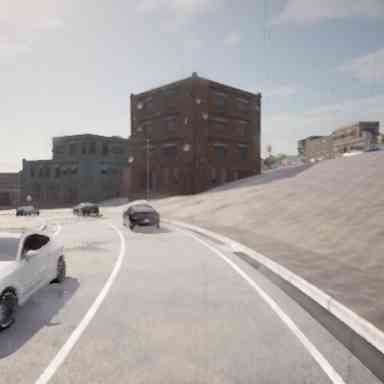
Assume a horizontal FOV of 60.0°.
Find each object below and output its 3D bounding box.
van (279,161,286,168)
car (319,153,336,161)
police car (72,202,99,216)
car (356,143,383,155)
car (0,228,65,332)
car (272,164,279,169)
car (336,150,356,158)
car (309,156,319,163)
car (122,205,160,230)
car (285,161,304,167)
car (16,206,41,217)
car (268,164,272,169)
[{"bbox_3d":[20.768,-5.674,71.432,1.878,1.987,4.442,0,1,-1],"label":"van"},{"bbox_3d":[21.247,-5.091,49.509,2.185,1.767,4.553,0,1,-1],"label":"car"},{"bbox_3d":[-12.710,1.984,39.542,1.930,1.638,5.238,-1,-1,-36],"label":"police car"},{"bbox_3d":[21.491,-4.824,38.345,2.185,1.767,4.553,0,1,-1],"label":"car"},{"bbox_3d":[-4.011,1.528,6.869,1.812,1.442,4.674,0,0,-5],"label":"car"},{"bbox_3d":[20.646,-5.520,77.077,2.002,1.452,4.674,0,1,-1],"label":"car"},{"bbox_3d":[21.371,-4.790,43.840,2.002,1.452,4.674,0,1,-1],"label":"car"},{"bbox_3d":[21.127,-5.218,55.027,2.185,1.767,4.553,0,1,-1],"label":"car"},{"bbox_3d":[-3.470,1.586,22.158,1.882,1.535,5.008,-1,-1,-19],"label":"car"},{"bbox_3d":[20.886,-5.335,66.041,2.231,1.521,4.892,0,1,-1],"label":"car"},{"bbox_3d":[-22.012,2.554,44.448,4.674,1.442,1.812,-4,-1,43],"label":"car"},{"bbox_3d":[20.525,-5.915,82.557,2.435,2.045,5.566,0,1,-1],"label":"car"}]
